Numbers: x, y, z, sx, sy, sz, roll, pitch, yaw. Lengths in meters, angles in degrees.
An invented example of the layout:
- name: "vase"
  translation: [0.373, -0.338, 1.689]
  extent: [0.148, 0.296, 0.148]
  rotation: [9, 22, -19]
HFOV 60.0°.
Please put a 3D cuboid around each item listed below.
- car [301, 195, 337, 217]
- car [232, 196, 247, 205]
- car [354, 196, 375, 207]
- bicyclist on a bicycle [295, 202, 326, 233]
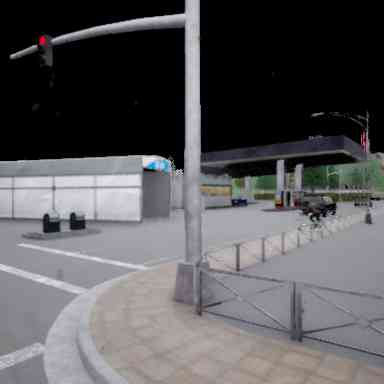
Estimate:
- name: "car"
  translation: [12.416, 1.279, 32.370]
  extent: [2.150, 2.045, 5.566]
  rotation: [0, 0, 36]
- name: "car"
  translation: [8.438, 1.666, 62.075]
  extent: [2.242, 1.667, 4.611]
  rotation: [0, 0, 36]
- name: "car"
  translation: [26.522, 1.622, 51.513]
  extent: [1.994, 1.385, 4.181]
  rotation: [0, 0, 36]
- name: "bicyclist on a bicycle"
  translation: [6.233, 1.334, 17.598]
  extent: [1.656, 1.620, 0.582]
  rotation: [-1, 0, 36]
